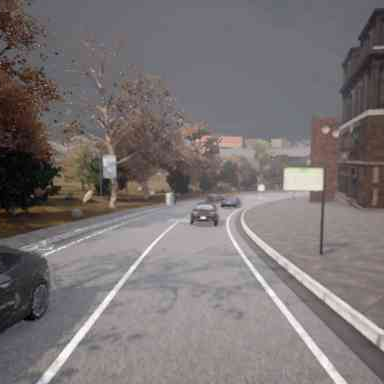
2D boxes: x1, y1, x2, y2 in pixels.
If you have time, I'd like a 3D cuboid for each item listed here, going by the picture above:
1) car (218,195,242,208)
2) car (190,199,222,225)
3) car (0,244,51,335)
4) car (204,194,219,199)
[{"bbox_3d":[5.036,1.185,41.762,1.994,1.385,4.181,2,2,18],"label":"car"},{"bbox_3d":[0.975,1.455,23.508,1.812,1.442,4.674,1,1,6],"label":"car"},{"bbox_3d":[-3.562,1.517,4.550,1.812,1.442,4.674,0,0,0],"label":"car"},{"bbox_3d":[3.153,0.938,47.433,1.994,1.385,4.181,2,2,21],"label":"car"}]
